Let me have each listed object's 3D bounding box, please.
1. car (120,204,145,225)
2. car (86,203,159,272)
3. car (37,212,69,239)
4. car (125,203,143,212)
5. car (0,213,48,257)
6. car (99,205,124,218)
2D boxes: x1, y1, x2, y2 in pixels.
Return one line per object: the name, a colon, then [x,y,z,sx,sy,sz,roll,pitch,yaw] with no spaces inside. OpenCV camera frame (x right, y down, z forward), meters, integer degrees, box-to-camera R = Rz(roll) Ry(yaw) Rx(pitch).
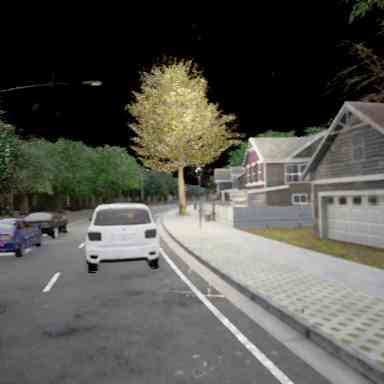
car: [-5.289,1.963,30.081,1.882,1.535,5.008,-1,-1,-6]
car: [-2.480,1.423,11.866,2.150,2.045,5.566,-1,-1,-13]
car: [-8.822,1.924,20.099,1.882,1.535,5.008,-1,-1,-9]
car: [-9.446,2.499,54.582,1.994,1.385,4.181,-1,-1,4]
car: [-7.784,1.876,14.218,1.812,1.442,4.674,-1,-1,-11]
car: [-9.606,2.308,40.109,1.895,1.301,4.718,-1,-1,0]
